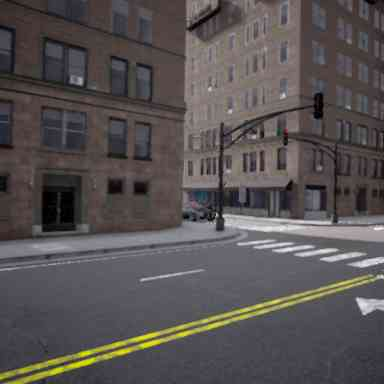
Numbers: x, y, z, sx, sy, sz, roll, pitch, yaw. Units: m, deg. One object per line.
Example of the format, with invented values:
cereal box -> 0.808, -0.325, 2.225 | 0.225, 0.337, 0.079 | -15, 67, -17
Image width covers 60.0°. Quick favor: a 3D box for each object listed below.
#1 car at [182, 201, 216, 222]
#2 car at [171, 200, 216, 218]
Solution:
car -> 0.101, 1.674, 27.346 | 1.994, 1.385, 4.181 | 2, -1, -36
car -> 0.054, 1.667, 32.923 | 1.882, 1.535, 5.008 | 2, -1, -36
